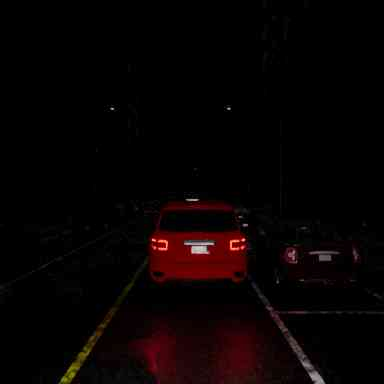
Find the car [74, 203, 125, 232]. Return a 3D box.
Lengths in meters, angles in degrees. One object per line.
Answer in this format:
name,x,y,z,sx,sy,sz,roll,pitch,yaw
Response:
car,-5.649,1.567,20.100,1.947,1.339,4.313,0,0,0

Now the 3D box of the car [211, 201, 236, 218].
car,2.888,1.569,31.093,1.947,1.339,4.313,0,0,0

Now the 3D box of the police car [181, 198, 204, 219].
police car,0.033,1.428,30.207,1.930,1.638,5.238,0,0,0

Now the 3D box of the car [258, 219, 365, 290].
car,2.864,1.440,9.088,1.967,1.590,4.097,0,0,0

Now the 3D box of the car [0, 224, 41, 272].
car,-5.661,1.582,9.097,1.802,1.307,4.206,0,0,0

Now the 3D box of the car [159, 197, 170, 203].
car,-5.561,1.626,68.206,1.802,1.307,4.206,0,0,0

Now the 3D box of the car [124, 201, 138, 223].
car,-5.644,1.584,25.601,1.802,1.307,4.206,0,0,0

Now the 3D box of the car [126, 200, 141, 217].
car,-5.637,1.443,31.103,1.967,1.590,4.097,0,0,0

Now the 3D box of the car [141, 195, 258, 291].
car,0.114,1.221,9.174,2.150,2.045,5.566,0,0,0

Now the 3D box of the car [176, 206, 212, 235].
car,0.121,1.602,19.944,1.895,1.301,4.718,0,0,0

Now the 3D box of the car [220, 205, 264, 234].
car,2.876,1.552,20.090,2.008,1.369,4.403,0,0,0
